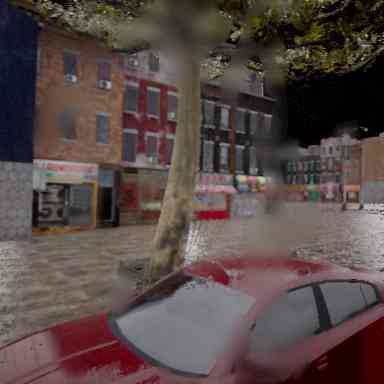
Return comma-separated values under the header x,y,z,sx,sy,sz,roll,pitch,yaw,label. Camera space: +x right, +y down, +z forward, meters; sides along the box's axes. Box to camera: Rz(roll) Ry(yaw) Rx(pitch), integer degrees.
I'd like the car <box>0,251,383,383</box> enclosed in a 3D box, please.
x,y,z,sx,sy,sz,roll,pitch,yaw,label
0.490,1.458,3.361,5.008,1.535,1.882,-1,0,-34,car
